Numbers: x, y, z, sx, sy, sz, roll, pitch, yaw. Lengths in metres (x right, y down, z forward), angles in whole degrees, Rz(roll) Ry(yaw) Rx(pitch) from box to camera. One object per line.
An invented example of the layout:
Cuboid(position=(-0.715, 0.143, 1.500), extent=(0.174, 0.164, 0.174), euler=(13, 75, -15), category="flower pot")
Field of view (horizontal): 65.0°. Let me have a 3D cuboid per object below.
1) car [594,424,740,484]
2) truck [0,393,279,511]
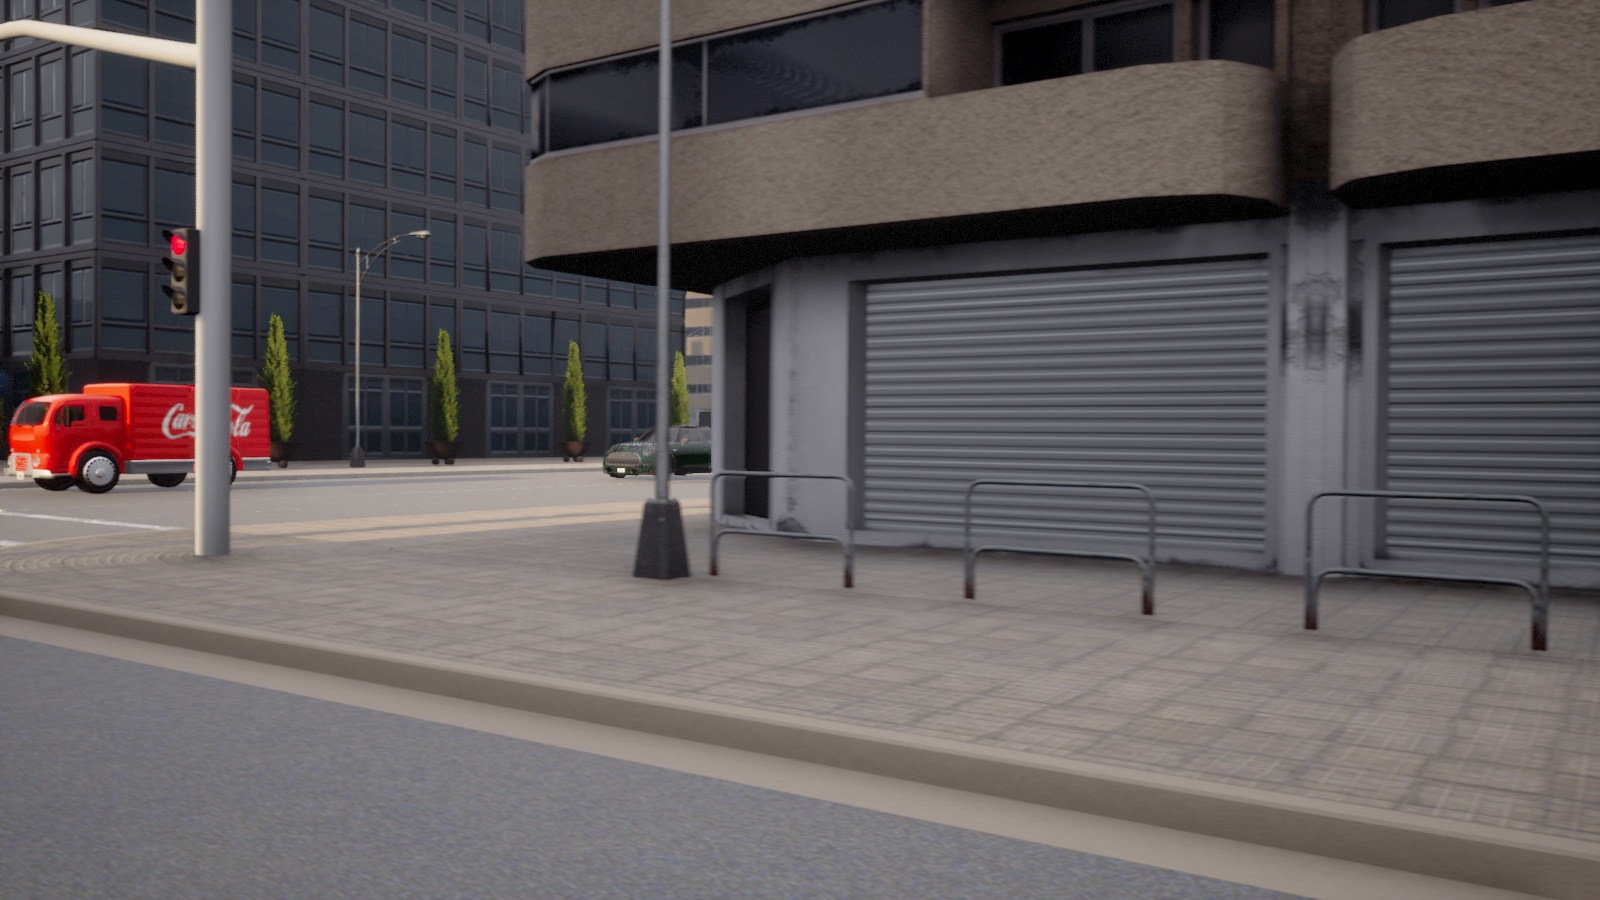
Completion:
Cuboid(position=(-4.100, 0.090, 39.377), extent=(2.097, 1.767, 4.553), euler=(0, 1, 34), category="car")
Cuboid(position=(-15.268, -0.018, 29.163), extent=(2.627, 2.467, 5.204), euler=(0, 1, 34), category="truck")
